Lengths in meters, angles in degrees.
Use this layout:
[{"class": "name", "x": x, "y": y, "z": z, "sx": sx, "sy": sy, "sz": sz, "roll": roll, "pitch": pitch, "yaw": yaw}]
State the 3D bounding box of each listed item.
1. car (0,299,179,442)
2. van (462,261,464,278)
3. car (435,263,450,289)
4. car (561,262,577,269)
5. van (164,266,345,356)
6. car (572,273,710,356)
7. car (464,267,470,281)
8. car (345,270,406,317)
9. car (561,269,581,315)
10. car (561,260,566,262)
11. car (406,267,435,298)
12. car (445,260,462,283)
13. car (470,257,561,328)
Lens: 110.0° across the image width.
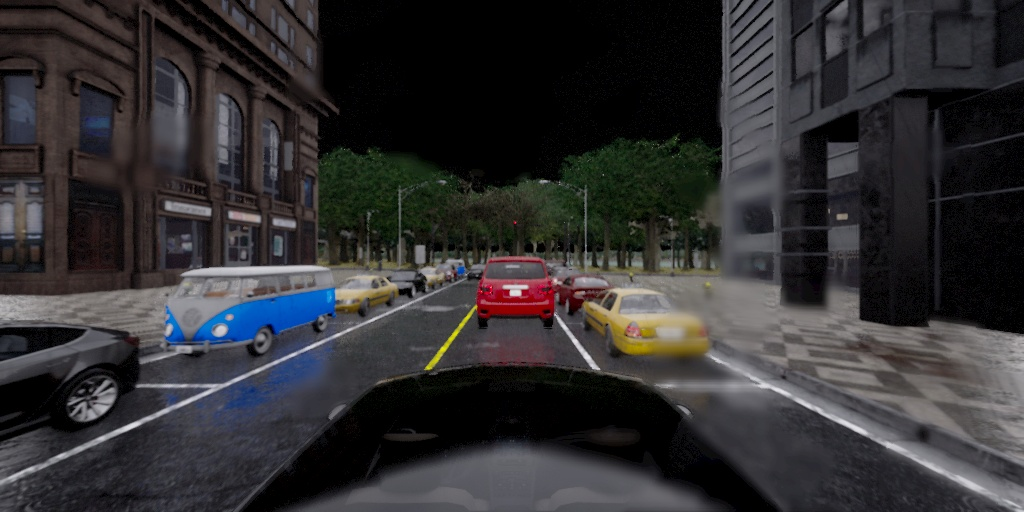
[{"class": "car", "x": -5.763, "y": 1.323, "z": 2.953, "sx": 1.948, "sy": 1.339, "sz": 4.313, "roll": 0, "pitch": 0, "yaw": 0}, {"class": "van", "x": -5.717, "y": 1.300, "z": 35.578, "sx": 1.690, "sy": 1.789, "sz": 3.998, "roll": 0, "pitch": 0, "yaw": 0}, {"class": "car", "x": -5.733, "y": 1.416, "z": 24.533, "sx": 1.751, "sy": 1.417, "sz": 4.829, "roll": 0, "pitch": 0, "yaw": 0}, {"class": "car", "x": 2.785, "y": 1.297, "z": 19.253, "sx": 1.967, "sy": 1.591, "sz": 4.097, "roll": 0, "pitch": 0, "yaw": 0}, {"class": "van", "x": -5.756, "y": 1.131, "z": 8.391, "sx": 1.690, "sy": 1.789, "sz": 3.998, "roll": 0, "pitch": 0, "yaw": 0}, {"class": "car", "x": 2.770, "y": 1.316, "z": 8.548, "sx": 1.751, "sy": 1.417, "sz": 4.829, "roll": 0, "pitch": 0, "yaw": 0}, {"class": "car", "x": -2.959, "y": 1.466, "z": 32.843, "sx": 1.837, "sy": 1.490, "sz": 4.892, "roll": 0, "pitch": -1, "yaw": 0}, {"class": "car", "x": -5.748, "y": 1.349, "z": 13.658, "sx": 1.751, "sy": 1.417, "sz": 4.829, "roll": 0, "pitch": 0, "yaw": 0}, {"class": "car", "x": 2.777, "y": 1.368, "z": 13.816, "sx": 1.888, "sy": 1.381, "sz": 4.507, "roll": 0, "pitch": 0, "yaw": 0}, {"class": "car", "x": 2.793, "y": 1.206, "z": 24.691, "sx": 2.192, "sy": 1.841, "sz": 5.009, "roll": 0, "pitch": 0, "yaw": 0}, {"class": "car", "x": -5.740, "y": 1.423, "z": 19.265, "sx": 1.948, "sy": 1.339, "sz": 4.313, "roll": 0, "pitch": 0, "yaw": 0}, {"class": "car", "x": -5.725, "y": 1.365, "z": 30.140, "sx": 1.967, "sy": 1.591, "sz": 4.097, "roll": 0, "pitch": 0, "yaw": 0}, {"class": "car", "x": 0.112, "y": 1.035, "z": 11.820, "sx": 2.150, "sy": 2.045, "sz": 5.566, "roll": 0, "pitch": 0, "yaw": 0}]
